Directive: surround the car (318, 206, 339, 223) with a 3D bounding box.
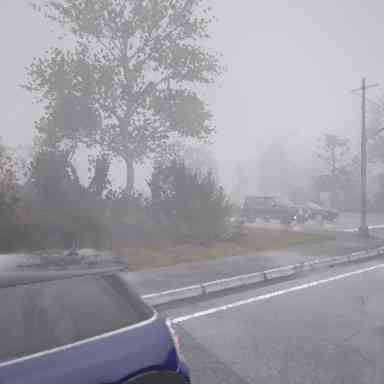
[{"bbox_3d":[9.236,1.566,26.845,1.882,1.535,5.008,0,-1,-39],"label":"car"}]

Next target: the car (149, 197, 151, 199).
[{"bbox_3d":[-7.908,1.895,54.486,5.566,2.045,2.150,-1,-1,39],"label":"car"}]

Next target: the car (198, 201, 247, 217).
[{"bbox_3d":[3.049,1.706,34.156,1.882,1.535,5.008,0,-1,-43],"label":"car"}]

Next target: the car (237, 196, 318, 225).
[{"bbox_3d":[6.201,1.316,25.101,2.150,2.045,5.566,0,-1,-37],"label":"car"}]

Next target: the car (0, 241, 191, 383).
[{"bbox_3d":[-2.270,1.353,2.367,4.553,1.767,2.097,0,0,-36],"label":"car"}]
